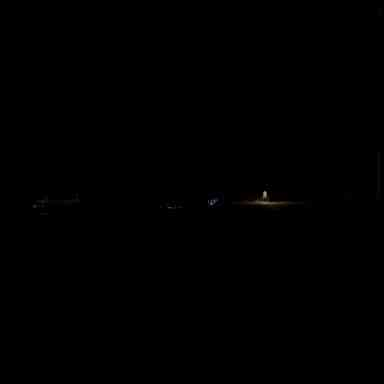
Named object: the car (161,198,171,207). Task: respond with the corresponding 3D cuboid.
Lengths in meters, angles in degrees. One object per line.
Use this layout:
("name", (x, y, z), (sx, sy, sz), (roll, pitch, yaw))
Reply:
("car", (-3.174, 1.720, 56.924), (1.882, 1.535, 5.008), (0, -1, 35))

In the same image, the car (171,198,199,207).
("car", (-0.751, 1.723, 55.437), (2.128, 1.511, 4.902), (0, -1, 35))

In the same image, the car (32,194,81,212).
("car", (-15.716, 1.265, 38.935), (2.150, 2.045, 5.566), (0, -1, 35))

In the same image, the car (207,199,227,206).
("car", (4.926, 1.921, 63.714), (1.895, 1.301, 4.718), (0, -1, 35))
